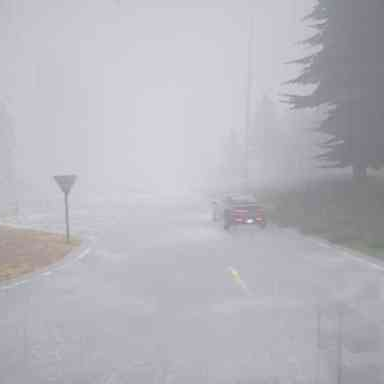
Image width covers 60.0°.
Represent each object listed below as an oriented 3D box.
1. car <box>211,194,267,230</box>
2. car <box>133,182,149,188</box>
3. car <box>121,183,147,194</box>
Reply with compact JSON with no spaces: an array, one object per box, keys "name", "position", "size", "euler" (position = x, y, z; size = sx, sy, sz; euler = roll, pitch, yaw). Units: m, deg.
[{"name":"car","position":[2.139,0.847,15.983],"size":[1.837,1.490,4.892],"euler":[-2,2,-5]},{"name":"car","position":[-14.199,-1.741,93.780],"size":[3.988,1.617,1.851],"euler":[-2,2,-5]},{"name":"car","position":[-10.899,-0.488,60.957],"size":[4.181,1.381,1.994],"euler":[-2,2,-5]}]
